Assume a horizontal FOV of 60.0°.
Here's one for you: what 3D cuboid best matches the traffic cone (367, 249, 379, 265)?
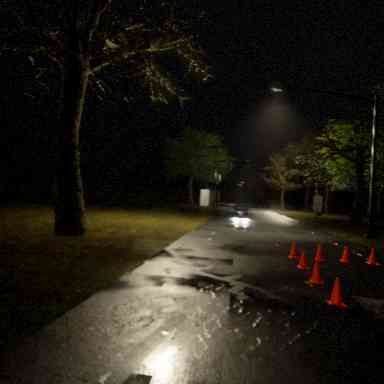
[{"bbox_3d":[7.078,2.509,13.005,0.340,0.580,0.340,3,-1,8],"label":"traffic cone"}]

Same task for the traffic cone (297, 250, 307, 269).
[{"bbox_3d":[3.831,2.308,11.453,0.340,0.580,0.340,3,-1,8],"label":"traffic cone"}]

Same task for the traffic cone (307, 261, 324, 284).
[{"bbox_3d":[3.548,2.268,9.474,0.340,0.580,0.340,3,-1,8],"label":"traffic cone"}]

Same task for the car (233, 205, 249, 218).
[{"bbox_3d":[6.242,2.394,42.370,2.128,1.511,4.902,3,-1,8],"label":"car"}]

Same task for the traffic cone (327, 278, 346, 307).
[{"bbox_3d":[3.266,2.228,7.494,0.340,0.580,0.340,3,-1,8],"label":"traffic cone"}]
